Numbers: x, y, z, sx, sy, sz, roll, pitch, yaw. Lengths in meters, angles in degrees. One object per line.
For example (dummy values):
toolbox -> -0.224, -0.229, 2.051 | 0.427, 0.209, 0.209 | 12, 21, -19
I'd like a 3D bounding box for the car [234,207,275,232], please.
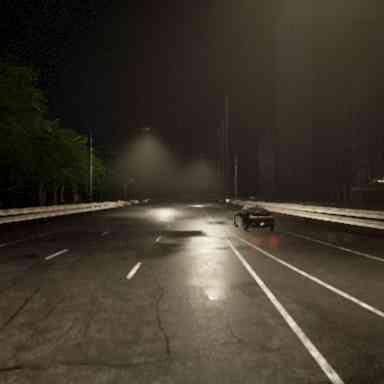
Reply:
car -> 3.979, 1.709, 21.915 | 2.128, 1.511, 4.902 | 0, -1, -3
